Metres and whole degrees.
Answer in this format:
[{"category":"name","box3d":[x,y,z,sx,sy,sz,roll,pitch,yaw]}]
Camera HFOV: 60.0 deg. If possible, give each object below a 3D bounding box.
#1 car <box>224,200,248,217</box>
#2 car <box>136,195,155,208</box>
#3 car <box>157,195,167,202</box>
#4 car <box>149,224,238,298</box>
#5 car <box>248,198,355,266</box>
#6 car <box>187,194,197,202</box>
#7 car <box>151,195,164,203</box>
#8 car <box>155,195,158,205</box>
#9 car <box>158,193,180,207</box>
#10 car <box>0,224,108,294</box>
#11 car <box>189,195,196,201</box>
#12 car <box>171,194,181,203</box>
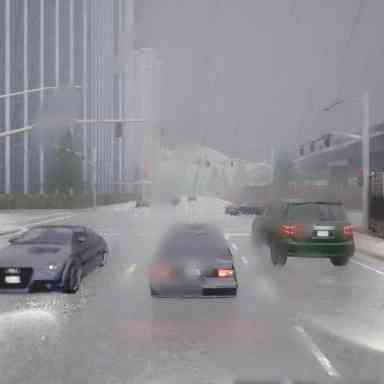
[{"category":"car","box3d":[5.439,1.529,31.138,4.892,1.490,1.837,1,-1,-16]},{"category":"car","box3d":[-7.077,1.504,48.923,1.837,1.490,4.892,0,0,0]},{"category":"car","box3d":[-6.976,1.516,78.290,1.812,1.442,4.674,0,0,0]},{"category":"car","box3d":[0.057,1.547,8.664,2.033,1.411,5.357,0,0,1]},{"category":"car","box3d":[3.575,1.221,11.697,2.150,2.045,5.566,0,0,1]},{"category":"car","box3d":[0.024,1.355,78.682,2.097,1.767,4.553,0,0,0]},{"category":"car","box3d":[-6.992,1.491,68.052,2.128,1.511,4.902,0,0,0]},{"category":"car","box3d":[-7.061,1.352,58.115,2.097,1.767,4.553,0,0,0]},{"category":"car","box3d":[-3.572,1.221,52.851,2.150,2.045,5.566,0,0,0]},{"category":"car","box3d":[-3.575,1.564,8.644,1.994,1.385,4.181,0,0,0]},{"category":"car","box3d":[0.027,1.500,88.927,1.837,1.490,4.892,0,0,0]},{"category":"car","box3d":[-3.478,1.355,72.579,2.097,1.767,4.553,0,0,0]}]
